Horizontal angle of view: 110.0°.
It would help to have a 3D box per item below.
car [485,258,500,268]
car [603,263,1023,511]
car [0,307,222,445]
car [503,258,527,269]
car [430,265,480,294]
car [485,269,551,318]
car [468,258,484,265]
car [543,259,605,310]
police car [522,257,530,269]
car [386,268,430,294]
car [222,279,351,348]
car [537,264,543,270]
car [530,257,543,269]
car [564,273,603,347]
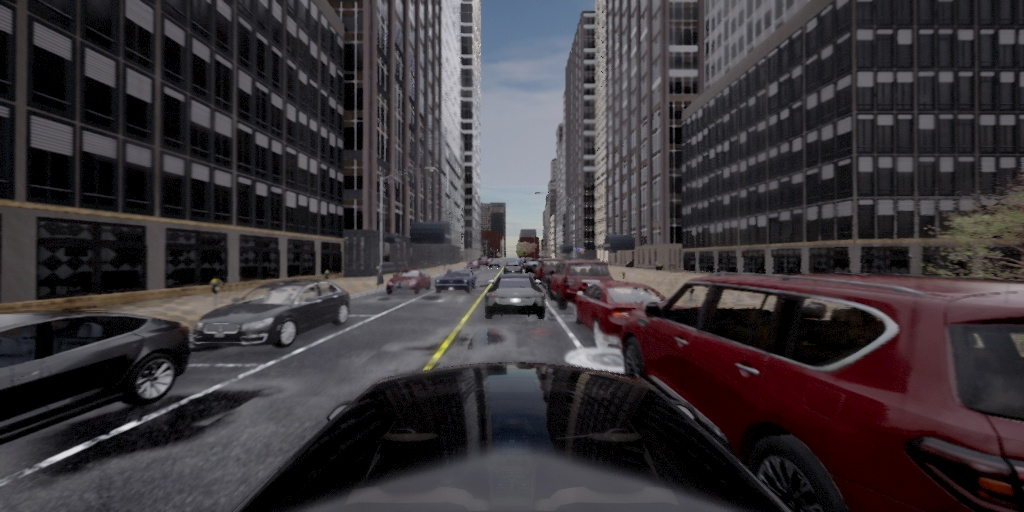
[{"bbox_3d":[-3.007,1.356,62.249,2.033,1.411,5.357,0,0,1],"label":"car"},{"bbox_3d":[2.690,1.067,3.616,2.192,1.841,5.009,0,0,0],"label":"car"},{"bbox_3d":[-5.690,1.318,3.618,1.948,1.339,4.313,0,0,0],"label":"car"},{"bbox_3d":[0.109,1.277,36.774,2.128,1.511,4.902,0,0,0],"label":"car"},{"bbox_3d":[-3.095,1.370,20.528,1.895,1.301,4.718,0,0,0],"label":"car"},{"bbox_3d":[0.102,1.326,12.970,1.994,1.385,4.181,0,0,0],"label":"car"},{"bbox_3d":[-5.677,1.383,53.472,1.802,1.307,4.207,0,0,0],"label":"car"},{"bbox_3d":[2.693,1.078,14.696,2.192,1.841,5.009,0,0,0],"label":"car"},{"bbox_3d":[2.375,1.212,38.906,1.930,1.638,5.238,0,0,0],"label":"police car"},{"bbox_3d":[-5.685,1.351,20.236,1.802,1.307,4.207,0,0,0],"label":"car"},{"bbox_3d":[-5.688,1.309,9.157,2.007,1.370,4.403,0,0,0],"label":"car"},{"bbox_3d":[2.695,1.335,20.235,1.948,1.339,4.313,0,0,0],"label":"car"},{"bbox_3d":[2.697,1.089,25.774,2.192,1.841,5.009,0,0,0],"label":"car"},{"bbox_3d":[2.692,1.303,9.156,1.888,1.381,4.507,0,0,0],"label":"car"}]
